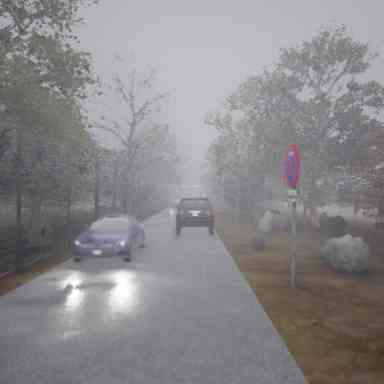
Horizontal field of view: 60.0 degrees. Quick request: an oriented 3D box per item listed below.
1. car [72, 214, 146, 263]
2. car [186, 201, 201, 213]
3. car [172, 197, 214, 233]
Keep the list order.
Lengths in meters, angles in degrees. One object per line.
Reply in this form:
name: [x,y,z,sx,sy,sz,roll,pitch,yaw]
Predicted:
car: [-2.842,1.562,12.293,1.812,1.442,4.674,0,0,0]
car: [0.224,1.906,42.771,1.895,1.301,4.718,0,-1,0]
car: [0.153,1.313,20.309,2.150,2.045,5.566,-1,0,0]
